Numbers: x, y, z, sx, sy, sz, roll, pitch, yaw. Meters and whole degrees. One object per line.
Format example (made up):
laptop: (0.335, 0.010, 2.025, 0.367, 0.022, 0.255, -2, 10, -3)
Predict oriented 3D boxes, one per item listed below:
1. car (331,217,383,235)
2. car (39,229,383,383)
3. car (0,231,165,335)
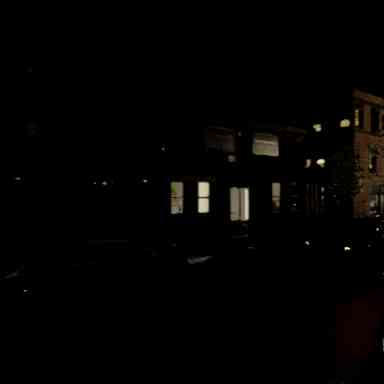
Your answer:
car: (6.391, 1.659, 12.173, 5.357, 1.411, 2.033, 1, 0, -35)
car: (0.940, 1.507, 4.328, 5.008, 1.535, 1.882, 1, 0, -35)
car: (-2.277, 1.506, 6.028, 4.902, 1.511, 2.128, 1, 0, -35)
